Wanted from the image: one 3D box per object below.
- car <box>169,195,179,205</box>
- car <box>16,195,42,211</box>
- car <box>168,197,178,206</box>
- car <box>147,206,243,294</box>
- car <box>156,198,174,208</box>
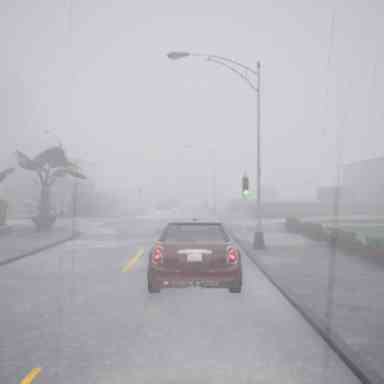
[{"bbox_3d":[-3.860,1.718,67.647,2.150,2.045,5.566,0,0,1],"label":"car"},{"bbox_3d":[-19.669,1.291,41.437,1.905,1.878,3.866,0,-1,35],"label":"car"},{"bbox_3d":[-3.951,2.021,57.251,1.895,1.301,4.718,0,0,0],"label":"car"},{"bbox_3d":[0.078,1.419,9.123,2.097,1.767,4.553,0,-1,1],"label":"car"},{"bbox_3d":[-3.993,1.912,47.350,1.994,1.385,4.181,0,0,0],"label":"car"}]
